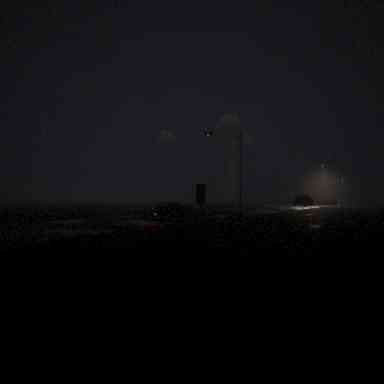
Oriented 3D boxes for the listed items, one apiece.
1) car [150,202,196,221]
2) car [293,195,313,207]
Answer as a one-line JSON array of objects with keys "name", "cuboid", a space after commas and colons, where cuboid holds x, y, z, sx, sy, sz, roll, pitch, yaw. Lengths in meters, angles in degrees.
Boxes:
[{"name": "car", "cuboid": [-1.566, 1.600, 28.915, 2.128, 1.511, 4.902, 1, 0, 35]}, {"name": "car", "cuboid": [19.651, 1.527, 58.686, 2.150, 2.045, 5.566, 1, -1, 36]}]
